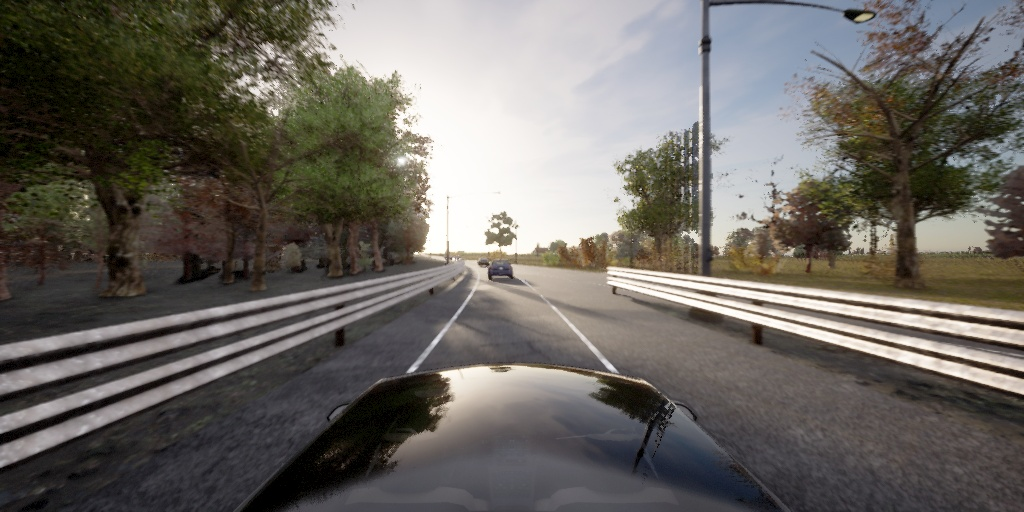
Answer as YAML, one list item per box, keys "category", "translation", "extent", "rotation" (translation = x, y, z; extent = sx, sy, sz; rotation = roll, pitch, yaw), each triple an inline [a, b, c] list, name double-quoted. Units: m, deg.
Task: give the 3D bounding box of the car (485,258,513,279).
- category: "car"
  translation: [-1.106, 1.058, 32.048]
  extent: [2.097, 1.767, 4.553]
  rotation: [0, 0, -5]
